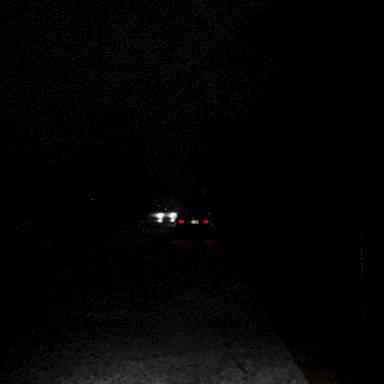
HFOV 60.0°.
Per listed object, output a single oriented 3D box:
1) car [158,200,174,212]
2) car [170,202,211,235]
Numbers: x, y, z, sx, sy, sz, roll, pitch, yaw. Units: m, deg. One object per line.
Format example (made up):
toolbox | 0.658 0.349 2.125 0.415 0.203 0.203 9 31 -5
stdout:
car | -2.979 1.676 39.743 1.895 1.301 4.718 0 -1 0
car | 0.068 1.494 18.400 2.033 1.411 5.357 0 0 0
